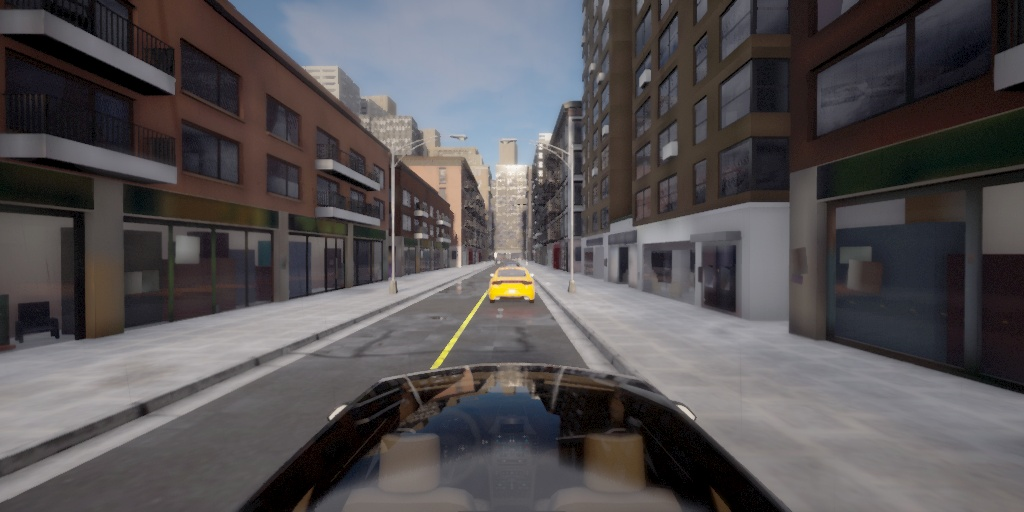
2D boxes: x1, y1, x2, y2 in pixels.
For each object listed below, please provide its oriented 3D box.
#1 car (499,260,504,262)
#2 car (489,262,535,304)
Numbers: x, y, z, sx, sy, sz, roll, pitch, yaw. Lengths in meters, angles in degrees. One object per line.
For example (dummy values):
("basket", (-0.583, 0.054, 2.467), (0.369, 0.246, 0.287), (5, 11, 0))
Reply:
("car", (0.000, 1.290, 31.502), (1.812, 1.442, 4.674), (0, 0, 0))
("car", (0.000, 1.235, 16.501), (1.882, 1.535, 5.008), (0, 0, 0))
